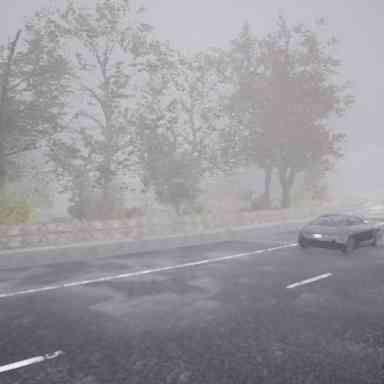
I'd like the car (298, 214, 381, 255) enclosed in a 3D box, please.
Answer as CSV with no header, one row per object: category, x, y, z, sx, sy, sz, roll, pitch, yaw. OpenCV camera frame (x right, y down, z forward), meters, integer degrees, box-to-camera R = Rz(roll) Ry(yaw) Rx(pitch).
car,6.141,1.602,13.715,4.181,1.385,1.994,0,0,-43

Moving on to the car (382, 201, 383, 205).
car,34.777,1.689,58.036,1.994,1.385,4.181,0,0,16
